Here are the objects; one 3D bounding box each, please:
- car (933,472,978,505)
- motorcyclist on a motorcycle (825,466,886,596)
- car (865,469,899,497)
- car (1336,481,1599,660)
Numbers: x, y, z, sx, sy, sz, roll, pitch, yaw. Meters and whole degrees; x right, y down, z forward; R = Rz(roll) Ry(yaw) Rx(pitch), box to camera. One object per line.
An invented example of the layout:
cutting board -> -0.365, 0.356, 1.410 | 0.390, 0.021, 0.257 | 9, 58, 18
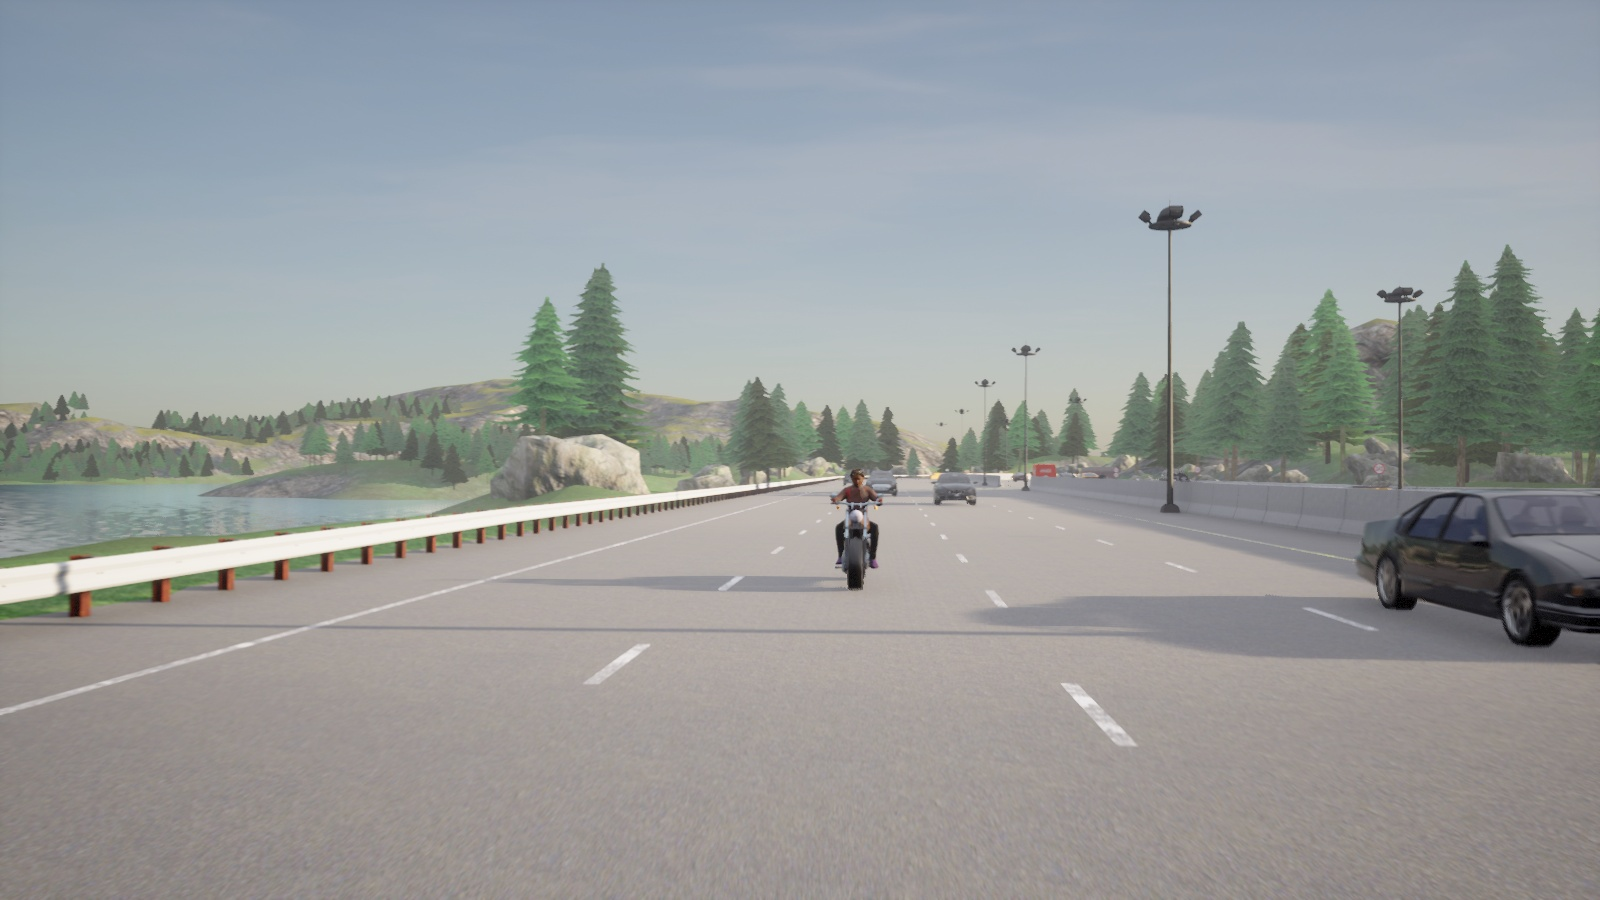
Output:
car -> 7.266, 1.778, 58.921 | 1.837, 1.490, 4.892 | 0, -1, 4
motorcyclist on a motorcycle -> 0.791, 1.050, 17.175 | 0.766, 1.649, 2.350 | 0, -1, 4
car -> 5.148, 2.039, 78.494 | 2.033, 1.649, 4.856 | 0, -1, 4
car -> 7.504, 1.049, 12.879 | 2.033, 1.411, 5.357 | 0, -1, 4
